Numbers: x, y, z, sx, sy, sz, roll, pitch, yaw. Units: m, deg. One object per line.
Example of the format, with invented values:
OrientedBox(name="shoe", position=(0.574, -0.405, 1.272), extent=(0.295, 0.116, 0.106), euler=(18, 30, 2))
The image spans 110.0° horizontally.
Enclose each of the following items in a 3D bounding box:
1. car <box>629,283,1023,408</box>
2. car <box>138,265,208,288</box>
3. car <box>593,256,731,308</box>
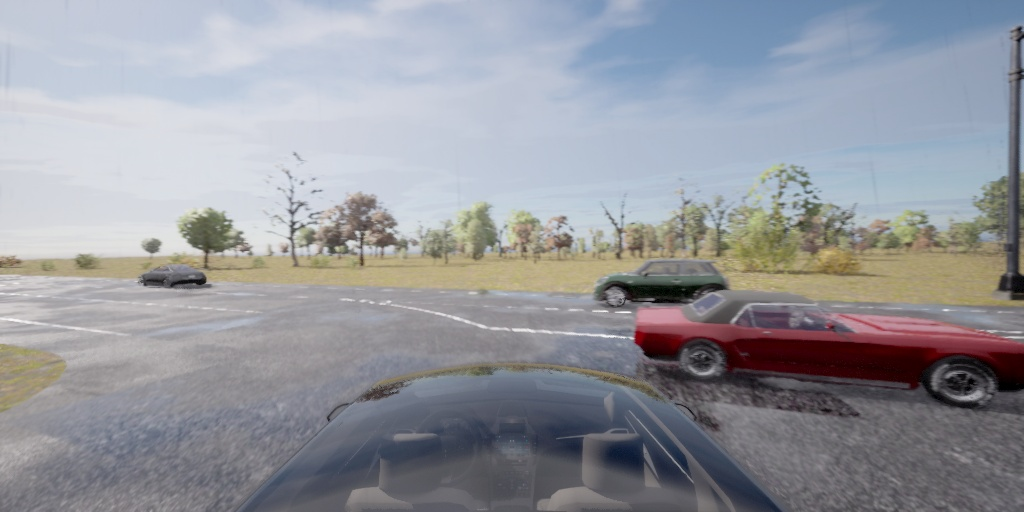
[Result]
OrientedBox(name="car", position=(4.473, 1.258, 5.816), extent=(4.718, 1.301, 1.895), euler=(-1, 1, 21))
OrientedBox(name="car", position=(-21.925, 1.270, 23.163), extent=(4.181, 1.385, 1.994), euler=(0, 1, 20))
OrientedBox(name="car", position=(5.293, 0.894, 12.975), extent=(4.553, 1.767, 2.097), euler=(0, 1, 21))
